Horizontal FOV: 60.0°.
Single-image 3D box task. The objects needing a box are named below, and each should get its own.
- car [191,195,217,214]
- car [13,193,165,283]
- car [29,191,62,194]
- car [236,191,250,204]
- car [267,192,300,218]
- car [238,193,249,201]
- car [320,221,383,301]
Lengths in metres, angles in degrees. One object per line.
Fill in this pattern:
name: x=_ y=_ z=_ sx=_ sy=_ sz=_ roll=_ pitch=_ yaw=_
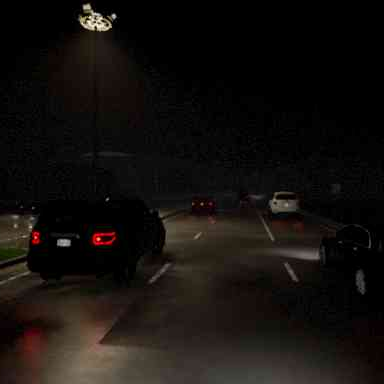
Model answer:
car: x=1.244 y=1.111 z=32.194 sx=2.097 sy=1.767 sz=4.553 roll=0 pitch=0 yaw=9
car: x=-2.326 y=1.138 z=9.629 sx=2.150 sy=2.045 sz=5.566 roll=0 pitch=0 yaw=8
car: x=-14.207 y=0.932 z=31.376 sx=2.150 sy=2.045 sz=5.566 roll=0 pitch=0 yaw=10
car: x=8.287 y=0.842 z=54.119 sx=2.150 sy=2.045 sz=5.566 roll=0 pitch=0 yaw=9
car: x=7.652 y=1.038 z=28.028 sx=2.150 sy=2.045 sz=5.566 roll=0 pitch=0 yaw=9
car: x=10.796 y=1.039 z=69.414 sx=2.128 sy=1.511 sz=4.902 roll=0 pitch=0 yaw=9
car: x=4.536 y=1.460 z=8.069 sx=1.837 sy=1.490 sz=4.892 roll=0 pitch=0 yaw=7
